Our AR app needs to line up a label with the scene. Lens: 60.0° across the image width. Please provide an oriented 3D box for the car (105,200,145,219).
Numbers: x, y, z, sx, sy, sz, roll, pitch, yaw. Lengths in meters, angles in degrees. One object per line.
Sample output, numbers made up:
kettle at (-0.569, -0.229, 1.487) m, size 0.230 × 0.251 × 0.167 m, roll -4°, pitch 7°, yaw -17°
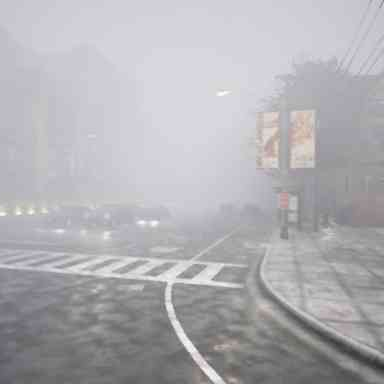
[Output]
car at (-6.696, 1.743, 33.917) m, size 2.097 × 1.767 × 4.553 m, roll 0°, pitch -1°, yaw 16°

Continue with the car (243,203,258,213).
car at (8.856, 2.334, 50.219) m, size 1.994 × 1.385 × 4.181 m, roll 0°, pitch -1°, yaw 16°

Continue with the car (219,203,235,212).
car at (5.410, 2.345, 50.892) m, size 1.895 × 1.301 × 4.718 m, roll 0°, pitch -1°, yaw 16°

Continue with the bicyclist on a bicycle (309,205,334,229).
bicyclist on a bicycle at (8.864, 1.703, 22.770) m, size 1.656 × 1.620 × 0.582 m, roll 0°, pitch -1°, yaw 15°

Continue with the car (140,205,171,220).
car at (-3.527, 1.966, 32.265) m, size 1.994 × 1.385 × 4.181 m, roll 0°, pitch -1°, yaw 15°

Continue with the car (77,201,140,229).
car at (-5.833, 1.618, 23.946) m, size 2.097 × 1.767 × 4.553 m, roll 0°, pitch -1°, yaw 15°

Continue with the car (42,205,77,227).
car at (-9.138, 1.753, 25.134) m, size 1.837 × 1.490 × 4.892 m, roll 0°, pitch -1°, yaw 15°
